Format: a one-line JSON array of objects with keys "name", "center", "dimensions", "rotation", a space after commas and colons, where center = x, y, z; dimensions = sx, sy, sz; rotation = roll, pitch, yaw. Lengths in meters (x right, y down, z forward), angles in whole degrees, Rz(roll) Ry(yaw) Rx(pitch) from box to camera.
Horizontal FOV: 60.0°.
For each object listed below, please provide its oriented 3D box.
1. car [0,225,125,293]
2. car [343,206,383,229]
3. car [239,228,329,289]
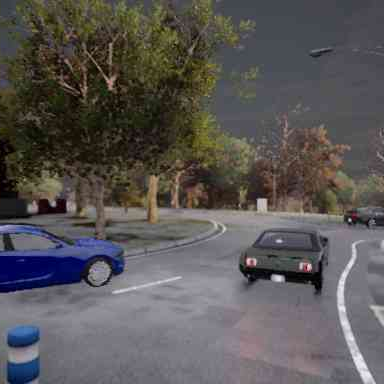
[{"name": "car", "center": [-4.080, 1.525, 7.841], "dimensions": [5.008, 1.535, 1.882], "rotation": [0, 0, -34]}, {"name": "car", "center": [13.226, 1.823, 23.909], "dimensions": [4.892, 1.490, 1.837], "rotation": [3, -2, -20]}, {"name": "car", "center": [2.884, 1.683, 9.556], "dimensions": [1.895, 1.301, 4.718], "rotation": [0, 0, 25]}]
